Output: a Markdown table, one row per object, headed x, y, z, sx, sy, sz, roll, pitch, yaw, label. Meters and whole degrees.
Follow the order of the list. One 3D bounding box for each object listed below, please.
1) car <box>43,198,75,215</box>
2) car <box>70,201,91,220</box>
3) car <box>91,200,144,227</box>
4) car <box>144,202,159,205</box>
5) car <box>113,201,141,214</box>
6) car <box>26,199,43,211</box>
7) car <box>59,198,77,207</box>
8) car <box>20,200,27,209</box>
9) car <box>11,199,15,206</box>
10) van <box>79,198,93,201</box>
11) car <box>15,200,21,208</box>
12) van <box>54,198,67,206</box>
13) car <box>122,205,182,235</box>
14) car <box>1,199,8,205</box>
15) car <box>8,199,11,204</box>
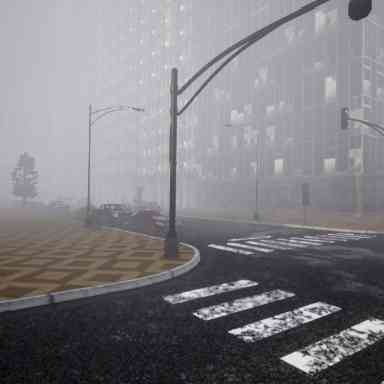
| x | y | z | sx | sy | sz | roll | pitch | yaw | label |
| --- | --- | --- | --- | --- | --- | --- | --- | --- | --- |
| -15.255 | 1.739 | 38.017 | 1.967 | 1.590 | 4.097 | 1 | -1 | -35 | car |
| -8.646 | 1.713 | 28.560 | 1.752 | 1.417 | 4.829 | 1 | -1 | -35 | car |
| -5.487 | 1.575 | 24.042 | 1.967 | 1.590 | 4.097 | 1 | -1 | -35 | car |
| -5.130 | 1.833 | 38.158 | 1.967 | 1.590 | 4.097 | 1 | -1 | -35 | car |
| -8.483 | 1.974 | 42.954 | 1.752 | 1.417 | 4.829 | 1 | -1 | -35 | car |
| -21.767 | 1.959 | 47.332 | 2.008 | 1.369 | 4.403 | 1 | -1 | -35 | car |
| -24.666 | 2.036 | 66.109 | 2.192 | 1.841 | 5.009 | 1 | -1 | -35 | car |
| -25.023 | 2.029 | 51.990 | 1.947 | 1.339 | 4.313 | 1 | -1 | -35 | car |
| -31.535 | 2.123 | 61.307 | 2.008 | 1.369 | 4.403 | 1 | -1 | -35 | car |
| -18.154 | 1.953 | 56.792 | 1.690 | 1.788 | 3.998 | 1 | -1 | -35 | van |
| -28.278 | 2.062 | 56.649 | 1.887 | 1.381 | 4.507 | 1 | -1 | -35 | car |
| -27.921 | 2.117 | 70.767 | 1.690 | 1.788 | 3.998 | 1 | -1 | -35 | van |
| -2.232 | 1.662 | 19.382 | 1.802 | 1.307 | 4.206 | 1 | -1 | -35 | car |
| -41.302 | 2.287 | 75.282 | 2.008 | 1.369 | 4.403 | 1 | -1 | -35 | car |
| -34.791 | 2.209 | 65.965 | 1.802 | 1.307 | 4.206 | 1 | -1 | -35 | car |
